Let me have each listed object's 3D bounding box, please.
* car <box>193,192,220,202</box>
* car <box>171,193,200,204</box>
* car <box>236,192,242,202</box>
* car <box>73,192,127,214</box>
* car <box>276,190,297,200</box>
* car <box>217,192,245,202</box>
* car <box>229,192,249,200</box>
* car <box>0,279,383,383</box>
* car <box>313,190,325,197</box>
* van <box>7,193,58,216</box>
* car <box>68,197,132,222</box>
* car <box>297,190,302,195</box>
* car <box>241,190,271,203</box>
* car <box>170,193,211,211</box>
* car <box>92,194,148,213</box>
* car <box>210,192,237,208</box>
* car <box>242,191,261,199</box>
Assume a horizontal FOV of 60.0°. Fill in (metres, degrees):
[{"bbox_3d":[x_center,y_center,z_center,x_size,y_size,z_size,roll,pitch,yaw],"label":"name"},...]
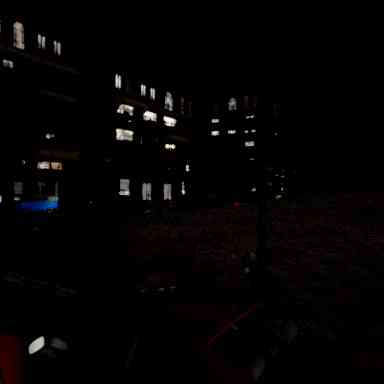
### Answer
[{"bbox_3d":[2.288,0.799,51.384,2.008,1.369,4.403,2,2,35],"label":"car"},{"bbox_3d":[-0.887,0.901,46.809,1.947,1.339,4.313,2,2,35],"label":"car"},{"bbox_3d":[8.536,0.856,50.327,1.895,1.301,4.718,1,1,35],"label":"car"},{"bbox_3d":[-8.523,0.978,31.270,2.097,1.767,4.553,1,1,35],"label":"car"},{"bbox_3d":[15.619,0.669,55.899,1.752,1.417,4.829,2,2,35],"label":"car"},{"bbox_3d":[6.134,0.773,52.273,2.033,1.411,5.357,1,1,35],"label":"car"},{"bbox_3d":[8.636,0.641,60.536,1.947,1.339,4.313,2,2,35],"label":"car"},{"bbox_3d":[-0.314,1.544,3.089,4.507,1.381,1.887,0,0,36],"label":"car"},{"bbox_3d":[28.898,0.252,75.638,1.882,1.535,5.008,1,1,35],"label":"car"},{"bbox_3d":[-13.581,1.027,28.500,1.690,1.788,3.998,2,2,35],"label":"van"},{"bbox_3d":[-6.698,1.323,23.730,1.947,1.339,4.313,2,2,35],"label":"car"},{"bbox_3d":[27.682,0.106,87.990,1.887,1.381,4.507,2,2,35],"label":"car"},{"bbox_3d":[9.173,0.871,46.608,2.008,1.369,4.403,2,2,35],"label":"car"},{"bbox_3d":[-0.351,1.126,32.880,1.887,1.381,4.507,2,2,35],"label":"car"},{"bbox_3d":[-6.013,1.133,29.333,1.882,1.535,5.008,1,1,35],"label":"car"},{"bbox_3d":[2.824,1.045,37.456,2.008,1.369,4.403,2,2,35],"label":"car"},{"bbox_3d":[11.714,0.517,64.971,1.752,1.417,4.829,2,2,35],"label":"car"}]
